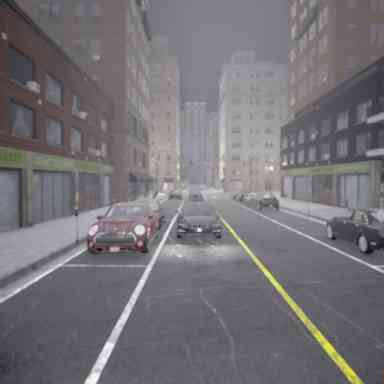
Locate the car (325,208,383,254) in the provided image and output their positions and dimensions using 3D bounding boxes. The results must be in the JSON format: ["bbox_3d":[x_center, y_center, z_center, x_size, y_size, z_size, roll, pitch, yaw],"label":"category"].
[{"bbox_3d":[6.239,1.247,11.826,2.008,1.369,4.403,-1,1,0],"label":"car"}]

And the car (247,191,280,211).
[{"bbox_3d":[6.279,0.808,28.577,2.008,1.369,4.403,-1,2,0],"label":"car"}]

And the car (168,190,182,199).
[{"bbox_3d":[-2.226,0.346,45.346,1.887,1.381,4.507,-1,2,0],"label":"car"}]

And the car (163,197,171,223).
[{"bbox_3d":[-2.286,1.122,17.428,1.802,1.307,4.206,-1,1,0],"label":"car"}]

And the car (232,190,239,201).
[{"bbox_3d":[6.306,0.527,39.746,1.947,1.339,4.313,-1,2,0],"label":"car"}]

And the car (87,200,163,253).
[{"bbox_3d":[-2.300,1.126,11.840,1.967,1.590,4.097,-1,1,0],"label":"car"}]

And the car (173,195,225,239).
[{"bbox_3d":[0.284,1.114,14.873,1.837,1.490,4.892,0,2,0],"label":"car"}]

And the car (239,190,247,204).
[{"bbox_3d":[6.293,0.630,34.330,1.752,1.417,4.829,-1,2,0],"label":"car"}]

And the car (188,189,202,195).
[{"bbox_3d":[0.452,0.282,48.627,1.994,1.385,4.181,0,1,0],"label":"car"}]
